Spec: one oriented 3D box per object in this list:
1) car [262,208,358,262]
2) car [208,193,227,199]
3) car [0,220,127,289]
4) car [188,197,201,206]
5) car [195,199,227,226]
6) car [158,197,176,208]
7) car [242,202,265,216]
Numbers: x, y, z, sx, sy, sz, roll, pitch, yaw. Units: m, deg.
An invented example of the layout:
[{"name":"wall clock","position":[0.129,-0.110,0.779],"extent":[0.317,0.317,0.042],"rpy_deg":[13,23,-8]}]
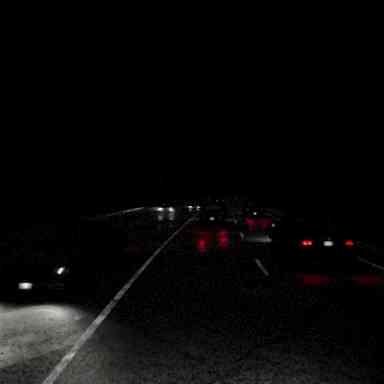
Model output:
[{"name":"car","position":[4.088,1.538,12.070],"extent":[2.033,1.411,5.357],"rpy_deg":[0,0,4]},{"name":"car","position":[3.233,1.166,42.194],"extent":[2.150,2.045,5.566],"rpy_deg":[0,0,5]},{"name":"car","position":[-3.275,1.527,9.446],"extent":[2.033,1.411,5.357],"rpy_deg":[0,0,3]},{"name":"car","position":[0.477,1.469,51.867],"extent":[2.033,1.411,5.357],"rpy_deg":[0,0,6]},{"name":"car","position":[1.461,1.494,23.249],"extent":[1.812,1.442,4.674],"rpy_deg":[0,0,5]},{"name":"car","position":[-3.494,1.426,47.248],"extent":[1.837,1.490,4.892],"rpy_deg":[0,0,6]},{"name":"car","position":[5.704,1.567,31.239],"extent":[1.895,1.301,4.718],"rpy_deg":[0,0,5]}]
